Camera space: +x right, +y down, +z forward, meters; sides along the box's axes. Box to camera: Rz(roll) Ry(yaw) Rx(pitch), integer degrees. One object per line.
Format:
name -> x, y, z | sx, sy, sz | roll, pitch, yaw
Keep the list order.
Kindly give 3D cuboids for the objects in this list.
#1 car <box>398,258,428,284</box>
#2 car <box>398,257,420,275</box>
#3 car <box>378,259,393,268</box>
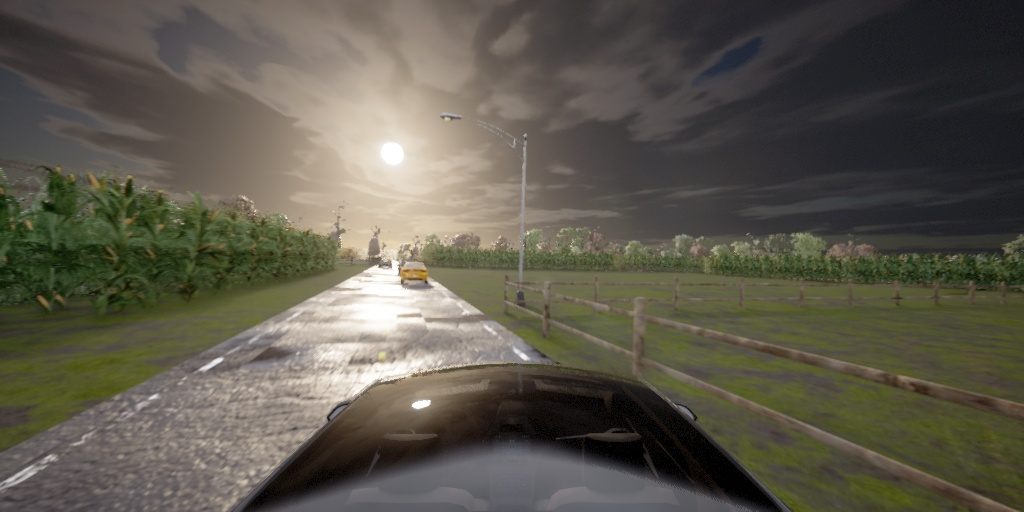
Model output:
car -> -7.500, 1.212, 27.370 | 1.882, 1.535, 5.008 | 2, 0, -17
car -> -11.398, 1.055, 39.426 | 2.097, 1.767, 4.553 | 2, -1, -17
car -> -19.030, 1.124, 54.034 | 1.994, 1.385, 4.181 | 2, -1, -18
